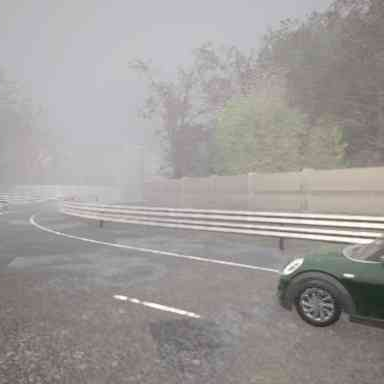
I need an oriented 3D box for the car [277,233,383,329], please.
[{"bbox_3d":[3.751,1.302,5.405,4.553,1.767,2.097,0,1,35],"label":"car"}]
